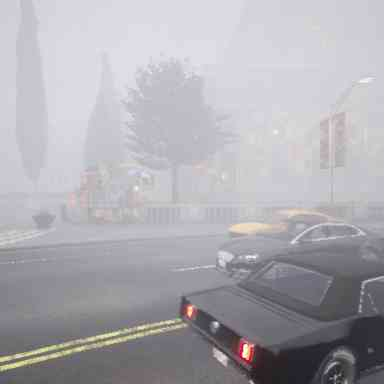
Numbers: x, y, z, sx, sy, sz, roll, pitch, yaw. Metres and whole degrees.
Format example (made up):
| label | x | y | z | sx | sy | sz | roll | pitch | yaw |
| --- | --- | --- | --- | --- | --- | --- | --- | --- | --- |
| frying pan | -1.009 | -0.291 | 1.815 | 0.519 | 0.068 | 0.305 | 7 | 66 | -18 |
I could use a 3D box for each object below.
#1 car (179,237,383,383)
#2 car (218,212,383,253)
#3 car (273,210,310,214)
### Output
| label | x | y | z | sx | sy | sz | roll | pitch | yaw |
| --- | --- | --- | --- | --- | --- | --- | --- | --- | --- |
| car | 2.305 | 1.601 | 4.836 | 4.718 | 1.301 | 1.895 | 0 | 0 | -27 |
| car | 3.017 | 1.491 | 9.035 | 4.902 | 1.511 | 2.128 | 0 | 0 | -22 |
| car | 3.847 | 1.477 | 13.120 | 5.008 | 1.535 | 1.882 | 0 | 0 | -19 |
